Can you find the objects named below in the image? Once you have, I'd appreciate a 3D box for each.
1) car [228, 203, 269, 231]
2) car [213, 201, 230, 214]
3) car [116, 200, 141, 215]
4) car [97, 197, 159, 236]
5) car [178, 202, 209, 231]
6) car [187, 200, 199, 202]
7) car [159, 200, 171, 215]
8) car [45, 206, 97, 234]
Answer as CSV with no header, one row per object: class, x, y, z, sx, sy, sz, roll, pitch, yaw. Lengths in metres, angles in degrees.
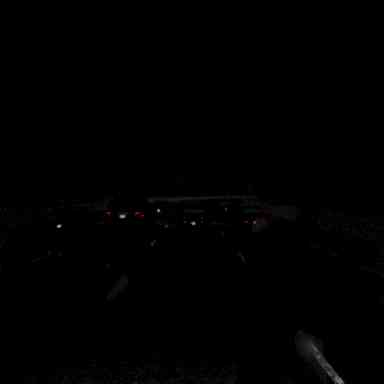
car,3.596,1.618,21.142,1.812,1.442,4.674,0,0,0
car,3.585,1.690,37.515,1.812,1.442,4.674,0,0,0
car,-6.906,1.664,36.508,1.837,1.490,4.892,0,0,0
car,-3.403,1.304,18.944,2.150,2.045,5.566,0,0,0
car,0.081,1.618,21.181,1.812,1.442,4.674,0,0,0
car,0.102,1.643,38.024,1.882,1.535,5.008,0,0,0
car,-3.405,1.664,36.513,1.837,1.490,4.892,0,0,0
car,-6.903,1.577,19.696,2.128,1.511,4.902,0,0,0
